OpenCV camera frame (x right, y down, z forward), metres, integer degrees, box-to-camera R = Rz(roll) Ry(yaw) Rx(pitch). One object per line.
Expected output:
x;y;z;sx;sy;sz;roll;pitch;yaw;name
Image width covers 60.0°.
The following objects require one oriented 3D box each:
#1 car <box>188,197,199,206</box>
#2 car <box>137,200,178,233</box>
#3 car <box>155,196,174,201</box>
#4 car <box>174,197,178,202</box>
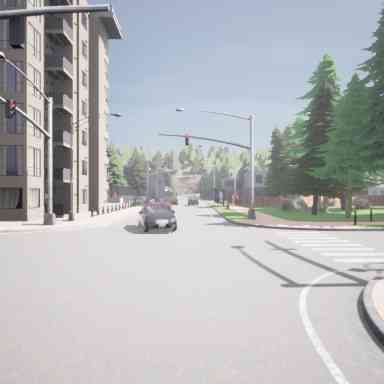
0.196;1.547;55.737;2.033;1.411;5.357;0;0;0;car
-2.196;1.492;19.826;2.128;1.511;4.902;0;0;-15;car
-3.465;1.351;37.571;2.097;1.767;4.553;0;0;0;car
-3.347;1.477;55.750;1.882;1.535;5.008;0;0;1;car
